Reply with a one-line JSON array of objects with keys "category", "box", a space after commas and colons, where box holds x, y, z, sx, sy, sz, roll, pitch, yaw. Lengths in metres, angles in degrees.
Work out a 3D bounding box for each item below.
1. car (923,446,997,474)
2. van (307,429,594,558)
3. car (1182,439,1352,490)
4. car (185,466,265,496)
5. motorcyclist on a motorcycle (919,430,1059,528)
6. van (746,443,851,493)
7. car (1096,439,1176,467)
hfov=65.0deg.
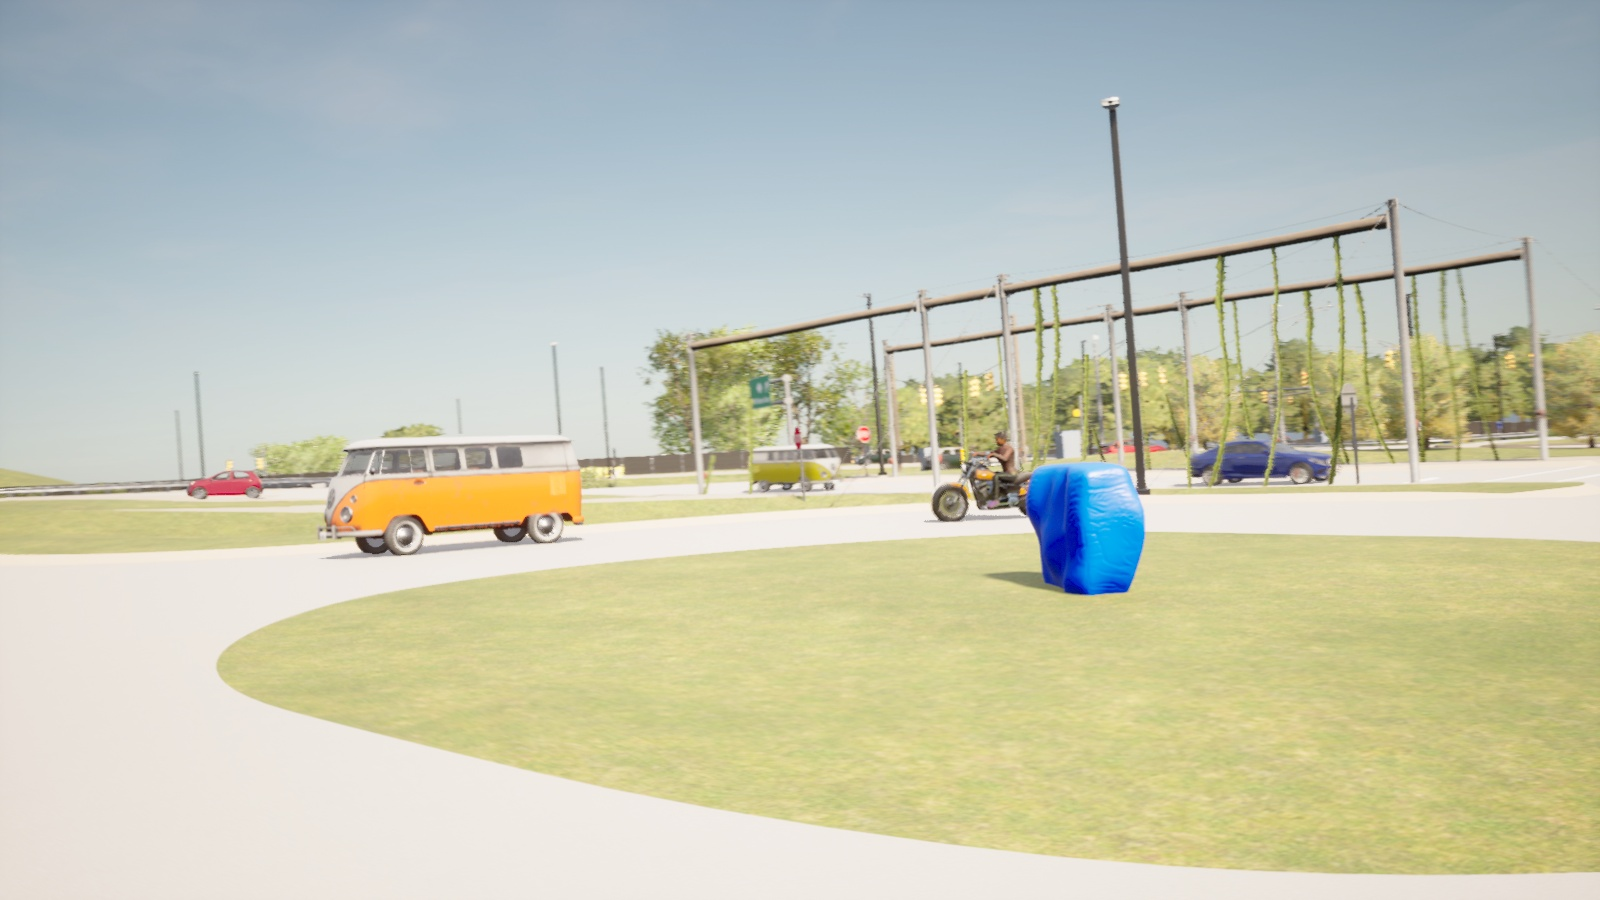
[{"category": "car", "box": [9.461, 0.588, 74.254, 3.806, 1.475, 1.970, -2, -1, -21]}, {"category": "van", "box": [-6.066, 0.704, 22.062, 4.442, 1.987, 1.775, -2, -1, -38]}, {"category": "car", "box": [14.761, 0.477, 39.877, 4.674, 1.442, 1.812, -3, 0, 44]}, {"category": "car", "box": [-29.695, 1.588, 64.979, 3.633, 1.501, 1.845, 0, -2, -20]}, {"category": "motorcyclist on a motorcycle", "box": [3.426, 0.507, 22.838, 2.350, 1.649, 0.766, -2, 1, -11]}, {"category": "van", "box": [-0.089, 0.772, 53.714, 4.442, 1.987, 1.775, -2, 1, 45]}, {"category": "car", "box": [21.070, 0.176, 78.749, 4.514, 1.525, 2.007, -2, -1, -21]}]
